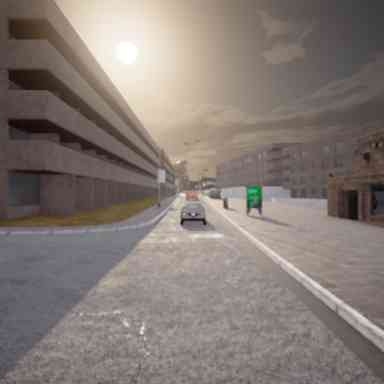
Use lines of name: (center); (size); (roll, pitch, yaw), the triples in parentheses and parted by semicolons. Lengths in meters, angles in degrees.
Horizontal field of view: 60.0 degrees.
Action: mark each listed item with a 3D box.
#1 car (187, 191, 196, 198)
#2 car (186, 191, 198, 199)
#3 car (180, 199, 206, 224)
car: (-0.038, 0.427, 70.925); (1.812, 1.442, 4.674); (0, 0, 0)
car: (-0.033, 0.583, 60.878); (2.097, 1.767, 4.553); (0, 1, 0)
car: (0.086, 1.525, 24.522); (2.033, 1.411, 5.357); (0, 1, 0)
